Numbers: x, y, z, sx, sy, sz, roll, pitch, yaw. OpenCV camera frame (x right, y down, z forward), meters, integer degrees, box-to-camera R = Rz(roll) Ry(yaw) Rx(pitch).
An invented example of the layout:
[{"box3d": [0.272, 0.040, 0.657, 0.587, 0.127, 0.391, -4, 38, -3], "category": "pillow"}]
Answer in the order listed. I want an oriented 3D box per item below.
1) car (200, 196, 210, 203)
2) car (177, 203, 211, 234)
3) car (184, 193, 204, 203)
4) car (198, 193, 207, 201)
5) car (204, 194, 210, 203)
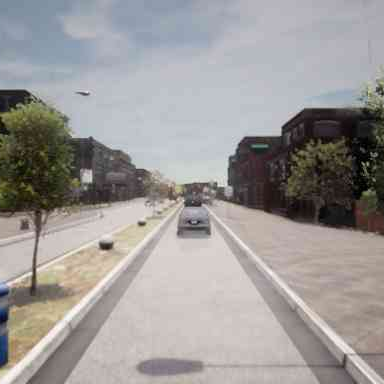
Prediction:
[{"box3d": [3.010, 1.629, 77.385, 2.163, 1.488, 4.792, 0, 0, 0], "category": "car"}, {"box3d": [0.097, 1.563, 19.260, 2.033, 1.411, 5.357, 0, 0, 0], "category": "car"}, {"box3d": [0.107, 1.290, 42.756, 2.150, 2.045, 5.566, 0, 0, 0], "category": "car"}, {"box3d": [3.014, 1.350, 93.826, 2.435, 2.045, 5.566, 0, 0, 0], "category": "car"}, {"box3d": [3.008, 1.593, 66.180, 2.231, 1.521, 4.892, 0, 0, 0], "category": "car"}]
